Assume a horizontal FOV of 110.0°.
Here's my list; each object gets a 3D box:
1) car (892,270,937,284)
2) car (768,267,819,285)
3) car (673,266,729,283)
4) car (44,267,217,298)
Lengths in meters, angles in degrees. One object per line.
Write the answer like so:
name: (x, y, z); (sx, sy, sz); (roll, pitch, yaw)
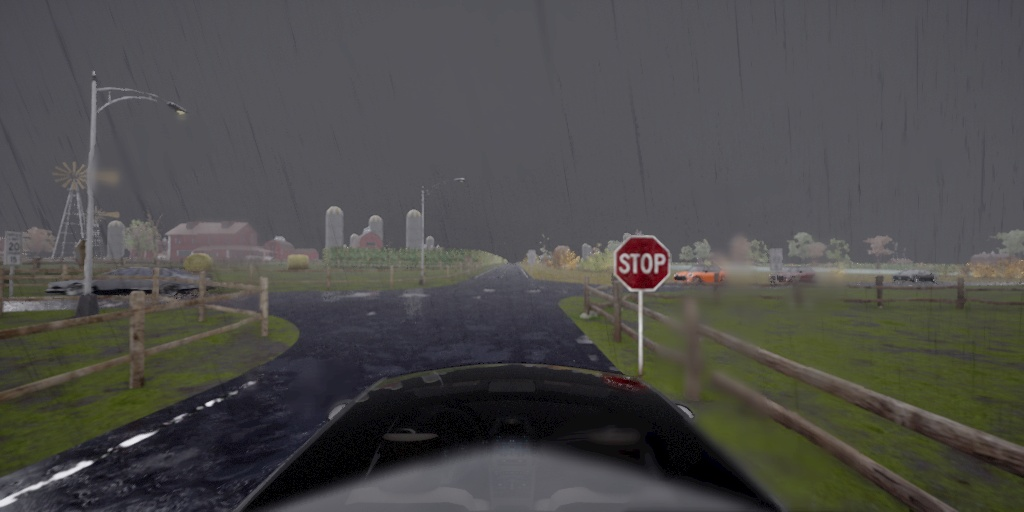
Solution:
car: (44.960, 2.258, 40.080); (5.008, 1.535, 1.882); (1, -1, -17)
car: (26.680, 1.790, 34.023); (4.553, 1.767, 2.097); (1, -1, -19)
car: (15.812, 1.594, 30.067); (4.553, 1.767, 2.097); (1, -1, -20)
car: (-17.063, 1.187, 16.490); (5.357, 1.411, 2.033); (1, -1, -23)
